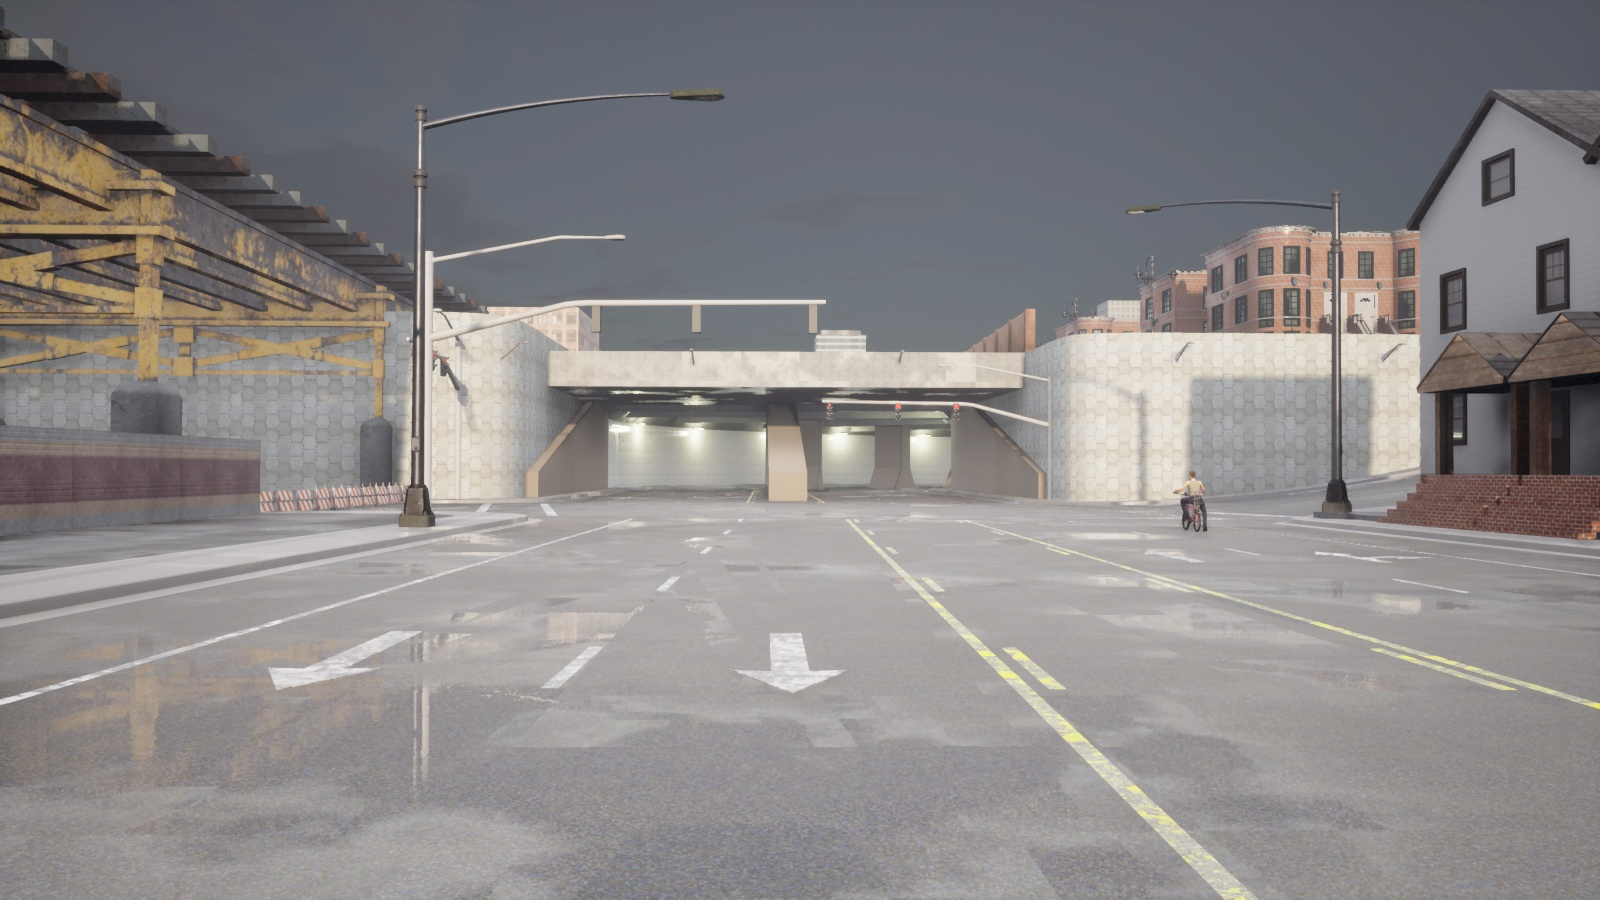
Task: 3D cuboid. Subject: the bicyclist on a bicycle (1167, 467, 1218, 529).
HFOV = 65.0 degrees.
[{"bbox_3d":[10.414,1.269,33.382,0.866,1.612,1.509,0,-1,0],"label":"bicyclist on a bicycle"}]
